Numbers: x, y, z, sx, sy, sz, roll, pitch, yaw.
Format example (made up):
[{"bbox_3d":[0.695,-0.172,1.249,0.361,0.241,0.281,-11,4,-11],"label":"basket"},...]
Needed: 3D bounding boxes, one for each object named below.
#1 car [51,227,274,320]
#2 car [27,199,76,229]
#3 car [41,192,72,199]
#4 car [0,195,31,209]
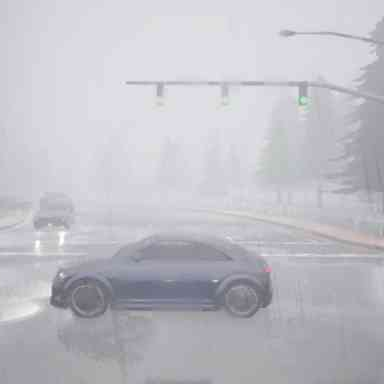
[{"bbox_3d":[-0.530,1.515,6.668,4.181,1.385,1.994,0,1,1],"label":"car"},{"bbox_3d":[-8.269,1.370,20.427,2.033,1.411,5.357,0,0,-14],"label":"car"},{"bbox_3d":[-12.325,0.981,30.073,2.150,2.045,5.566,0,0,-32],"label":"car"},{"bbox_3d":[-21.207,1.166,39.846,5.008,1.535,1.882,0,0,36],"label":"car"}]
